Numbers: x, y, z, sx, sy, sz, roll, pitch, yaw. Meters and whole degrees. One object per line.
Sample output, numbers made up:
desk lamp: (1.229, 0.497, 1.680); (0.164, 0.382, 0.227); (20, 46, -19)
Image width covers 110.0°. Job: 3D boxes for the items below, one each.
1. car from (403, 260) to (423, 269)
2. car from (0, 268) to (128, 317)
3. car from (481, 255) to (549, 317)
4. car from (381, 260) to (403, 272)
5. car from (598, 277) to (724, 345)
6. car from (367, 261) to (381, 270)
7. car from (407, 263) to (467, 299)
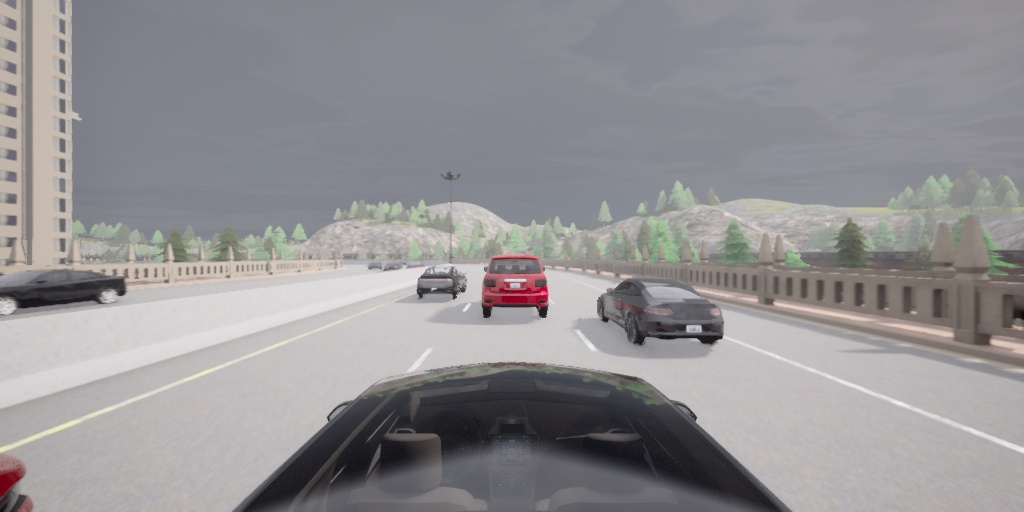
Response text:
car: (-11.310, 1.345, 42.464); (1.812, 1.442, 4.674); (0, 0, -7)
car: (-17.604, 1.234, 13.380); (1.882, 1.535, 5.008); (0, 0, 0)
car: (0.096, 0.978, 13.405); (2.150, 2.045, 5.566); (0, 0, 0)
car: (-15.460, 1.405, 46.974); (1.994, 1.385, 4.181); (0, 0, -10)
car: (3.597, 1.278, 9.385); (1.812, 1.442, 4.674); (0, 0, 0)
car: (-20.562, 1.443, 54.226); (1.994, 1.385, 4.181); (0, 0, -14)
car: (-3.406, 1.253, 18.025); (2.128, 1.511, 4.902); (0, 0, 0)
